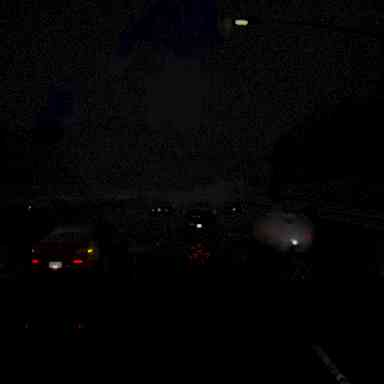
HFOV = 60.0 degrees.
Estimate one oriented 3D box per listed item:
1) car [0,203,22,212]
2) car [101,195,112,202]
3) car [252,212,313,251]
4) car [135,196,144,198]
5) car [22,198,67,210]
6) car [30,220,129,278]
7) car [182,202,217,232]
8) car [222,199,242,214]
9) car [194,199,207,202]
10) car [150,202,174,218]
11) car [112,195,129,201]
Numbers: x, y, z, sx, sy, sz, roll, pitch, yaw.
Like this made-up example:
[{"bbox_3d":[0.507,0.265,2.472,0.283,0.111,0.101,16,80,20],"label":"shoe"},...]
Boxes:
[{"bbox_3d":[-16.988,1.652,30.303,1.895,1.301,4.718,0,0,2],"label":"car"},{"bbox_3d":[-18.314,1.423,72.986,1.882,1.535,5.008,0,0,4],"label":"car"},{"bbox_3d":[3.829,1.609,14.541,1.812,1.442,4.674,0,0,1],"label":"car"},{"bbox_3d":[-11.331,1.494,72.496,2.033,1.411,5.357,0,0,4],"label":"car"},{"bbox_3d":[-13.453,1.402,31.176,2.097,1.767,4.553,0,0,2],"label":"car"},{"bbox_3d":[-3.241,1.590,10.287,1.812,1.442,4.674,0,0,1],"label":"car"},{"bbox_3d":[0.456,1.591,20.605,1.837,1.490,4.892,0,0,1],"label":"car"},{"bbox_3d":[4.446,1.546,36.776,1.837,1.490,4.892,0,0,2],"label":"car"},{"bbox_3d":[0.994,1.511,38.240,1.882,1.535,5.008,0,0,2],"label":"car"},{"bbox_3d":[-2.756,1.605,31.211,2.033,1.411,5.357,0,0,2],"label":"car"},{"bbox_3d":[-14.904,1.426,71.493,1.882,1.535,5.008,0,0,4],"label":"car"}]
